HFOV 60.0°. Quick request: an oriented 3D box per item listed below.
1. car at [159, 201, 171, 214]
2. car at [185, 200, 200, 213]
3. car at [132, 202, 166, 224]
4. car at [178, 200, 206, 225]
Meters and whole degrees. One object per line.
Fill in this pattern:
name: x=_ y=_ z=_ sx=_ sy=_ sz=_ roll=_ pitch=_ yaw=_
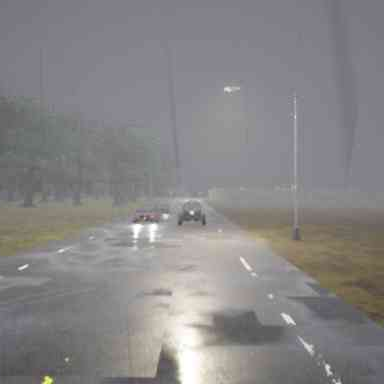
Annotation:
car: x=-3.514 y=1.837 z=40.311 sx=2.033 sy=1.411 sz=5.357 roll=0 pitch=0 yaw=0
car: x=0.057 y=1.807 z=42.436 sx=1.837 sy=1.490 sz=4.892 roll=0 pitch=0 yaw=0
car: x=-3.527 y=1.774 z=26.842 sx=1.994 sy=1.385 sz=4.181 roll=0 pitch=0 yaw=1
car: x=0.013 y=1.559 z=26.330 sx=2.097 sy=1.767 sz=4.553 roll=0 pitch=0 yaw=0
